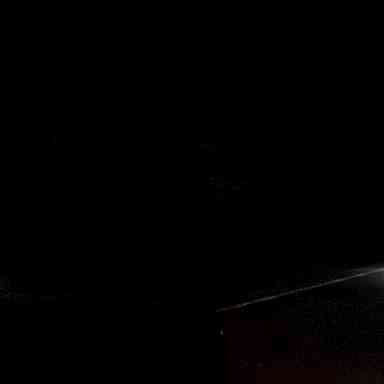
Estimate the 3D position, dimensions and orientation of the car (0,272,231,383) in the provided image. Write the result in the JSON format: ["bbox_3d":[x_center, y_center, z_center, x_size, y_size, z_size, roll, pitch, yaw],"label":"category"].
[{"bbox_3d":[-1.771,1.526,2.765,4.674,1.442,1.812,0,0,-34],"label":"car"}]
